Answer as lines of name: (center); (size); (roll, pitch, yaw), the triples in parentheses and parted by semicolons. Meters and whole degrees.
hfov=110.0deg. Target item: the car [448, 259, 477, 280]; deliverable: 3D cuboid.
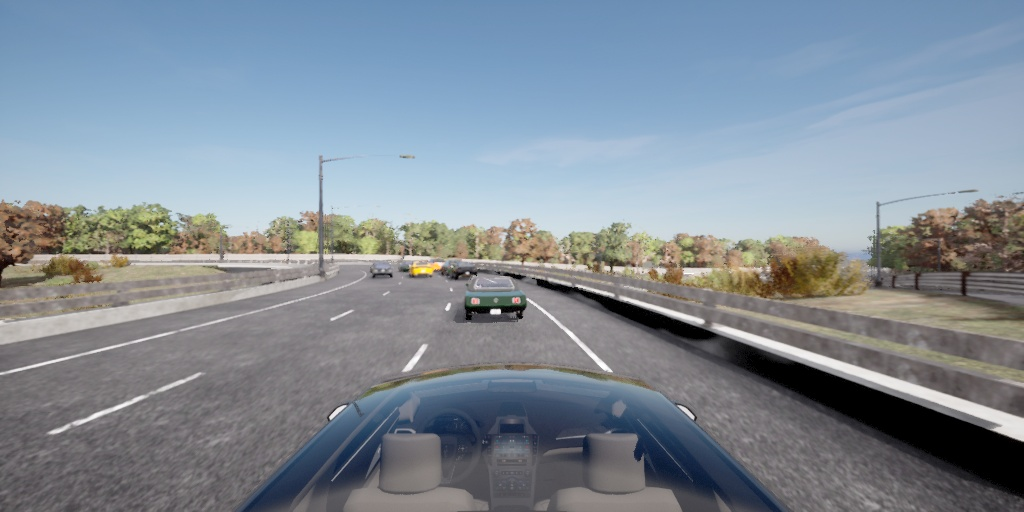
car: (-4.235, 1.252, 31.391); (1.882, 1.535, 5.008); (0, 0, -15)

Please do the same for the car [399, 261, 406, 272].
car: (-13.611, 1.390, 46.990); (1.994, 1.385, 4.181); (0, 0, -25)

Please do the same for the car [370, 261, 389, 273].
car: (-17.094, 1.409, 46.186); (1.994, 1.385, 4.181); (0, 0, -25)

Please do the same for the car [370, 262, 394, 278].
car: (-12.422, 1.366, 34.527); (2.033, 1.411, 5.357); (0, 0, -20)

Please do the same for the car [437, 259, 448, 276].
car: (-6.224, 1.137, 37.929); (2.097, 1.767, 4.553); (0, 0, -20)

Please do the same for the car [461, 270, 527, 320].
car: (-0.712, 1.355, 12.775); (1.895, 1.301, 4.718); (0, 0, -6)

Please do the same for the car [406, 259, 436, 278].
car: (-9.015, 1.278, 35.346); (1.882, 1.535, 5.008); (0, 0, -20)
